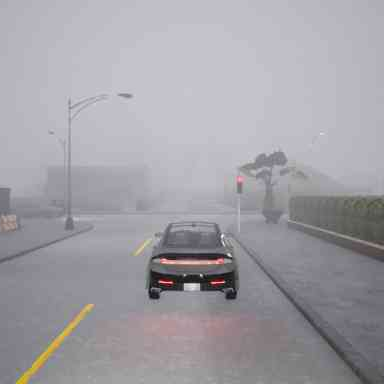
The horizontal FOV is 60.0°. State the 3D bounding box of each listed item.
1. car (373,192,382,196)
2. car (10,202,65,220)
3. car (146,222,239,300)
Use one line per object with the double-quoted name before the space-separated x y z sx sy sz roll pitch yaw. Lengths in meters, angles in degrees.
"car" 38.029 0.973 67.799 1.905 1.878 3.866 0 0 0
"car" -12.825 1.564 27.604 4.181 1.385 1.994 0 0 0
"car" 0.039 1.492 8.395 2.128 1.511 4.902 0 0 1
